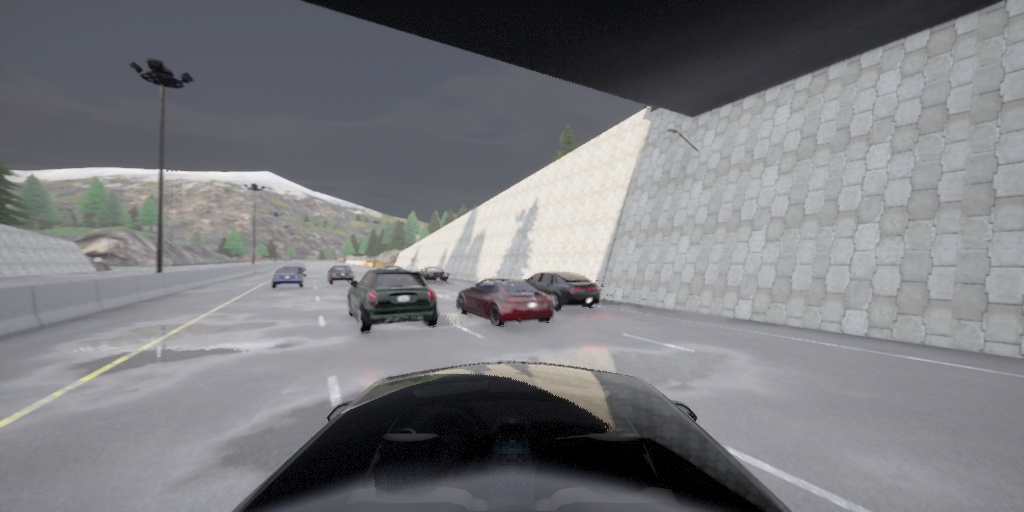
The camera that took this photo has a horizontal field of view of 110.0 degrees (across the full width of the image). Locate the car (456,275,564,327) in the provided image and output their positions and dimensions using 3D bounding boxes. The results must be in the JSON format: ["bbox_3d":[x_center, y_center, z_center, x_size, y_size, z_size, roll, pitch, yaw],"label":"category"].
[{"bbox_3d":[-0.383,1.424,12.271,1.994,1.385,4.181,1,-1,-29],"label":"car"}]

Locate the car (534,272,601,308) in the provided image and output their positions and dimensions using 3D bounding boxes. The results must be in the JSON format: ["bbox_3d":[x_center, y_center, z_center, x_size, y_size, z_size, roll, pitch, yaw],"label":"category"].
[{"bbox_3d":[1.732,1.415,15.657,1.837,1.490,4.892,1,0,-29],"label":"car"}]

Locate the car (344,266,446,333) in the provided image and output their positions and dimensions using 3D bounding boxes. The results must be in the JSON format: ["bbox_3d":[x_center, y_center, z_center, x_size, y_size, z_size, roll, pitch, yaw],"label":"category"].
[{"bbox_3d":[-3.956,1.183,11.493,2.097,1.767,4.553,1,-1,-29],"label":"car"}]

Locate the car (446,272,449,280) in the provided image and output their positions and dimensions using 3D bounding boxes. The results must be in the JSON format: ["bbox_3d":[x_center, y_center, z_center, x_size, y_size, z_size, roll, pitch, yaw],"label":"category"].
[{"bbox_3d":[-7.161,1.625,31.500,1.895,1.301,4.718,1,-1,-29],"label":"car"}]

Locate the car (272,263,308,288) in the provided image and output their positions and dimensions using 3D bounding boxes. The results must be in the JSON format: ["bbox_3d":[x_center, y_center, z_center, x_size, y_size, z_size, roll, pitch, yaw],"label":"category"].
[{"bbox_3d":[-15.832,1.458,25.499,2.033,1.411,5.357,1,-1,-29],"label":"car"}]

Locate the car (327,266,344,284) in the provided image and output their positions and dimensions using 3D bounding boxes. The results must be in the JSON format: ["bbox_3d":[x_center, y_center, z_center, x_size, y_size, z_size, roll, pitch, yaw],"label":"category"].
[{"bbox_3d":[-14.318,1.513,29.953,2.033,1.411,5.357,1,-1,-29],"label":"car"}]

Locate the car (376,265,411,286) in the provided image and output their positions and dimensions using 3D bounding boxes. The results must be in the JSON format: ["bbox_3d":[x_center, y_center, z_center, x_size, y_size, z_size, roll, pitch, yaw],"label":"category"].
[{"bbox_3d":[-9.510,1.505,28.535,1.812,1.442,4.674,1,-1,-29],"label":"car"}]
